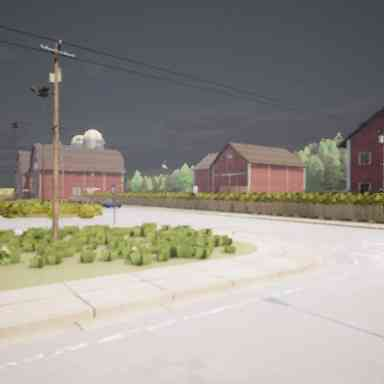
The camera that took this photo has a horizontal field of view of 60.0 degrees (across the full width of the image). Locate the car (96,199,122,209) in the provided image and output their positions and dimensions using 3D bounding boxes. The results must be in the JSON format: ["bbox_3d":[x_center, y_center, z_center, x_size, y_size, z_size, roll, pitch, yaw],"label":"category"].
[{"bbox_3d":[-11.800,1.634,48.082,1.994,1.385,4.181,0,0,-35],"label":"car"}]

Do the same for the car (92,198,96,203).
[{"bbox_3d":[-17.498,1.634,55.889,1.994,1.385,4.181,0,0,-36],"label":"car"}]

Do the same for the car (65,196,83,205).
[{"bbox_3d":[-22.114,1.548,62.287,1.882,1.535,5.008,0,0,-36],"label":"car"}]

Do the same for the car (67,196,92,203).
[{"bbox_3d":[-16.722,1.621,48.768,1.994,1.385,4.181,0,0,-35],"label":"car"}]
